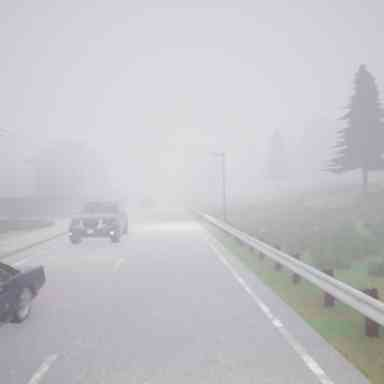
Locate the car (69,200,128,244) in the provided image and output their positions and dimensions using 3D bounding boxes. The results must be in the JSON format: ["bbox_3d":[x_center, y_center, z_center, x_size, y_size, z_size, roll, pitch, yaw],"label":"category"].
[{"bbox_3d":[-4.686,1.441,17.497,2.150,2.045,5.566,-1,-1,-4],"label":"car"}]

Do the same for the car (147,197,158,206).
[{"bbox_3d":[-8.526,2.025,71.822,2.097,1.767,4.553,-1,0,-4],"label":"car"}]

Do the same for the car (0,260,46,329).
[{"bbox_3d":[-3.855,1.713,4.636,1.895,1.301,4.718,-1,0,-3],"label":"car"}]

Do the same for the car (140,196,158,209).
[{"bbox_3d":[-7.487,1.764,56.537,2.150,2.045,5.566,-1,0,-3],"label":"car"}]
